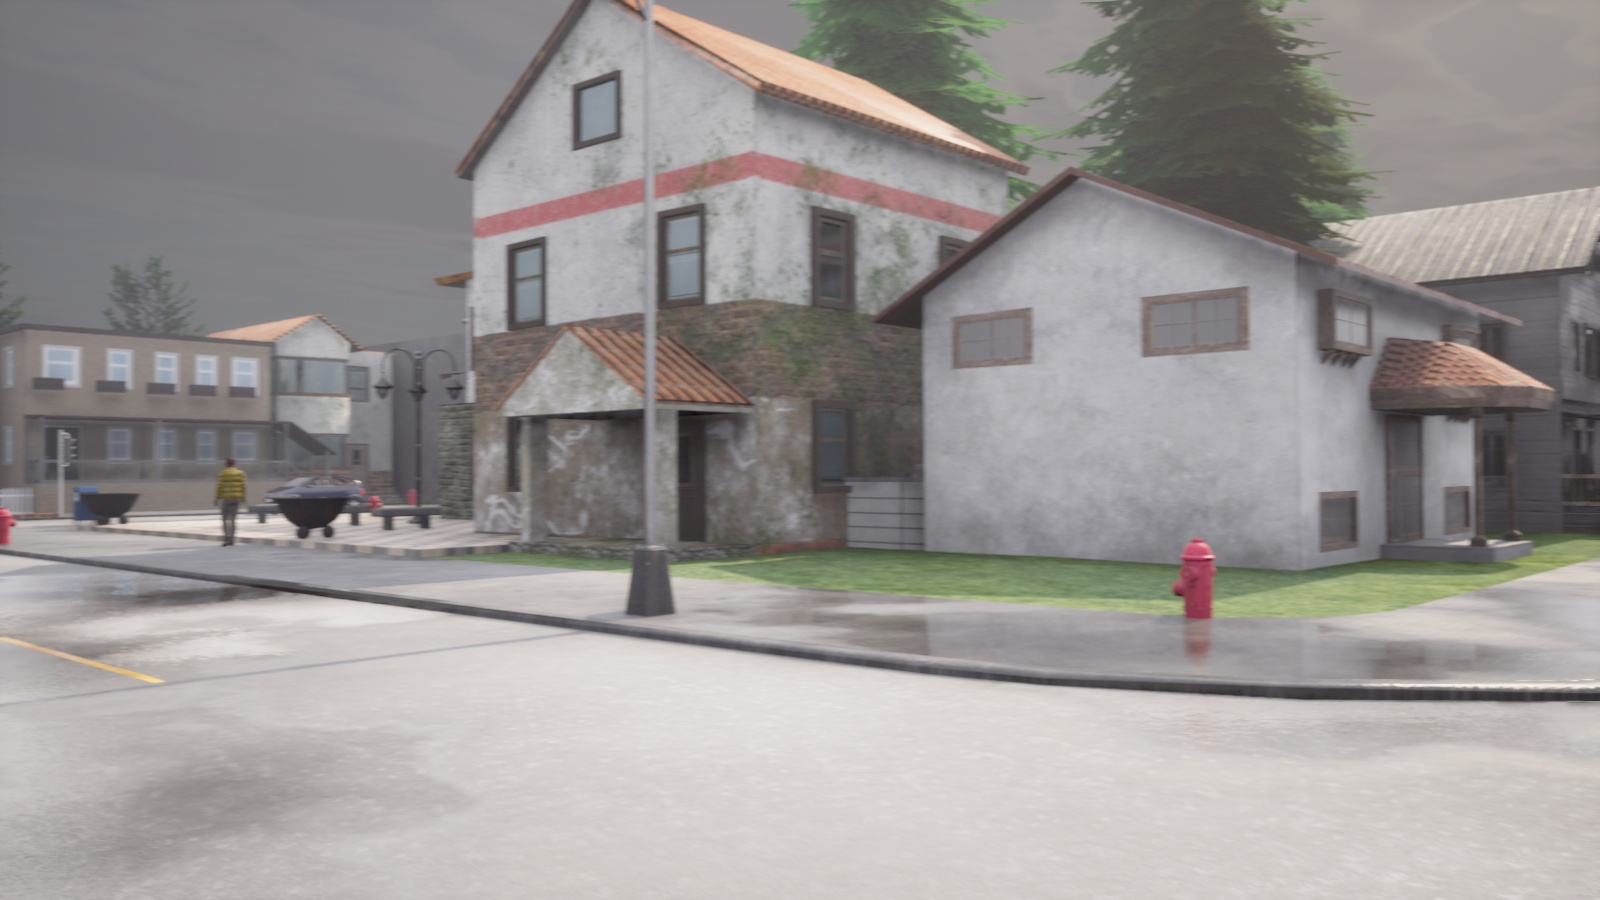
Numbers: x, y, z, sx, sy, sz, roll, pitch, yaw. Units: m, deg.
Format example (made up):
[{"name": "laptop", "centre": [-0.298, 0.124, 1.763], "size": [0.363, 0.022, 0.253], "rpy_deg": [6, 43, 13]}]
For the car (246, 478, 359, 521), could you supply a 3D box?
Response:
[{"name": "car", "centre": [-19.501, 1.917, 49.290], "size": [1.789, 1.549, 3.705], "rpy_deg": [-2, -1, 41]}]

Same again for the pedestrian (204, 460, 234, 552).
[{"name": "pedestrian", "centre": [-11.736, 1.126, 25.372], "size": [0.370, 1.835, 0.726], "rpy_deg": [0, -1, -39]}]
